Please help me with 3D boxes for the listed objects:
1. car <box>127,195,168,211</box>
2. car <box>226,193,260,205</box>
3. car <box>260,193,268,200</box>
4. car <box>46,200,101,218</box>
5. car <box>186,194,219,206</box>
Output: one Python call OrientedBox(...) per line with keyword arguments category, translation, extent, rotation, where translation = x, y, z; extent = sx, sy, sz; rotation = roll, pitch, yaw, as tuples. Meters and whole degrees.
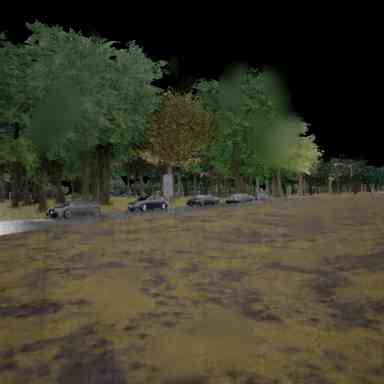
OrientedBox(category="car", translation=(-4.466, 1.133, 33.824), extent=(1.837, 1.490, 4.892), rotation=(-3, -1, 35))
OrientedBox(category="car", translation=(6.276, 0.837, 42.615), extent=(2.033, 1.411, 5.357), rotation=(-3, -1, 35))
OrientedBox(category="car", translation=(11.015, 0.844, 55.552), extent=(2.033, 1.411, 5.357), rotation=(-3, -1, 35))
OrientedBox(category="car", translation=(-9.453, 1.330, 26.739), extent=(1.994, 1.385, 4.181), rotation=(-3, -1, 36))
OrientedBox(category="car", translation=(1.479, 1.018, 42.220), extent=(2.033, 1.411, 5.357), rotation=(-3, -1, 35))
